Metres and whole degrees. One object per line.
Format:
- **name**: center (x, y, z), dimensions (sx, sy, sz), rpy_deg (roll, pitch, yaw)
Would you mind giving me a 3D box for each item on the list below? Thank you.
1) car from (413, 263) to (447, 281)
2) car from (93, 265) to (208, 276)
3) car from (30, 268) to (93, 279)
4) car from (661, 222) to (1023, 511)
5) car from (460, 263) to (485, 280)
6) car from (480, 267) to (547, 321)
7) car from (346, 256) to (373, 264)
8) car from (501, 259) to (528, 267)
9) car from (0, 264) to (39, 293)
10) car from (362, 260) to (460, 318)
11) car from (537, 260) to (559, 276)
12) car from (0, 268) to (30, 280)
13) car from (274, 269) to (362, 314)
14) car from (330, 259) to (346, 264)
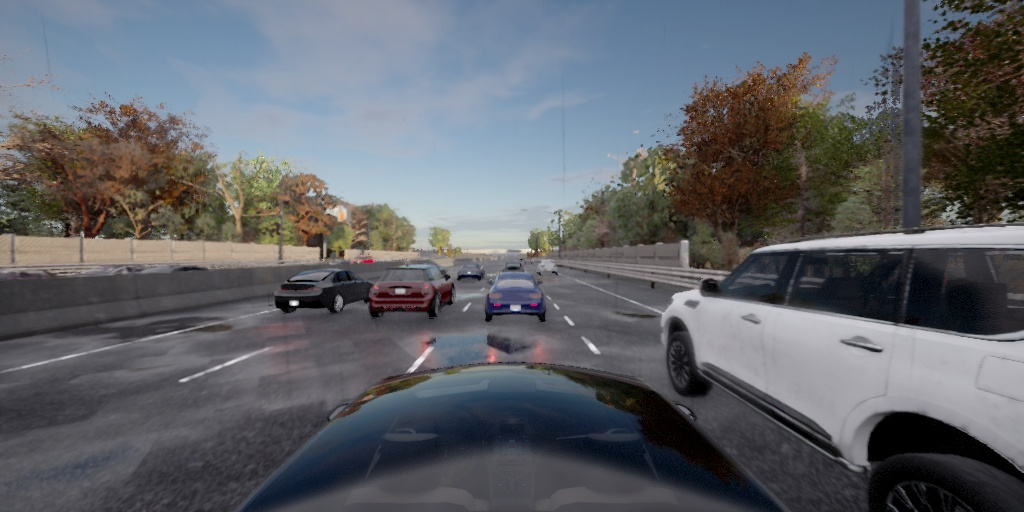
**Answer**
- **car**: center (-6.899, 1.292, 30.659), dimensions (1.994, 1.385, 4.181), rpy_deg (0, 0, 0)
- **car**: center (-17.599, 1.239, 18.371), dimensions (1.837, 1.490, 4.892), rpy_deg (0, 0, 0)
- **car**: center (-21.099, 1.225, 19.033), dimensions (2.128, 1.511, 4.902), rpy_deg (0, 0, 0)
- **car**: center (3.389, 0.830, 3.383), dimensions (2.150, 2.045, 5.566), rpy_deg (0, 0, 2)
- **car**: center (-3.399, 1.293, 30.498), dimensions (1.994, 1.385, 4.181), rpy_deg (0, 0, 0)
- **car**: center (0.100, 1.265, 12.252), dimensions (1.812, 1.442, 4.674), rpy_deg (0, 0, 0)
- **car**: center (-24.529, 0.941, 59.012), dimensions (2.150, 2.045, 5.566), rpy_deg (0, 0, 1)
- **car**: center (0.098, 1.234, 30.045), dimensions (1.837, 1.490, 4.892), rpy_deg (0, 0, 0)
- **car**: center (-28.099, 1.225, 18.024), dimensions (2.128, 1.511, 4.902), rpy_deg (0, 0, 0)
- **car**: center (-3.401, 1.090, 13.057), dimensions (2.097, 1.767, 4.553), rpy_deg (0, 0, 0)
- **car**: center (3.498, 1.110, 36.007), dimensions (1.812, 1.442, 4.674), rpy_deg (0, 0, 0)
- **car**: center (-24.600, 1.335, 17.517), dimensions (1.895, 1.301, 4.718), rpy_deg (0, 0, 0)
- **car**: center (-6.900, 1.242, 13.779), dimensions (1.837, 1.490, 4.892), rpy_deg (0, 0, 0)
- **car**: center (-28.028, 1.213, 58.954), dimensions (2.128, 1.511, 4.902), rpy_deg (0, 0, 1)
